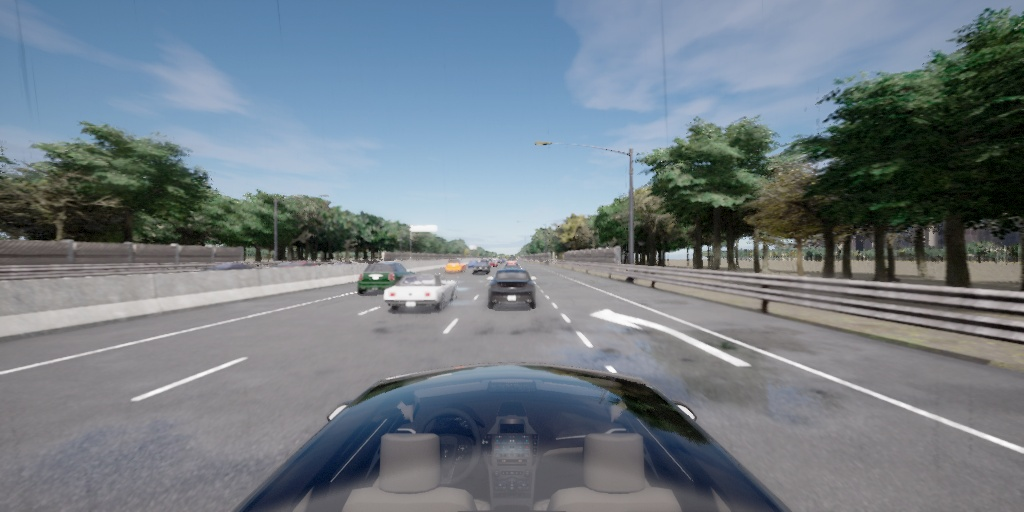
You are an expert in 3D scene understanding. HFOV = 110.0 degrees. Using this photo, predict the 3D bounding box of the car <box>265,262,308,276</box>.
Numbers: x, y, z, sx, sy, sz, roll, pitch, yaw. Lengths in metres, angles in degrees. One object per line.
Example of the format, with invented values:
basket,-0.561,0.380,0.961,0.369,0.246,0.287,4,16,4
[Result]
car,-24.589,1.362,39.313,1.812,1.442,4.674,0,0,0

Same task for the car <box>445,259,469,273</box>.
car,-7.020,1.203,45.177,2.097,1.767,4.553,0,0,0

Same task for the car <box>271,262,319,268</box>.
car,-21.095,1.305,35.699,1.882,1.535,5.008,0,0,0

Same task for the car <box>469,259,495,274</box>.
car,-3.518,1.392,42.652,2.033,1.411,5.357,0,0,0

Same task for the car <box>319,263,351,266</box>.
car,-17.591,1.395,37.108,1.994,1.385,4.181,0,0,0

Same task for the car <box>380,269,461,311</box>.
car,-3.504,1.378,14.639,1.895,1.301,4.718,0,0,0

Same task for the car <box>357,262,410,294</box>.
car,-7.005,1.142,20.542,2.097,1.767,4.553,0,0,0

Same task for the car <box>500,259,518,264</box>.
car,-0.015,1.406,41.782,1.994,1.385,4.181,0,0,0

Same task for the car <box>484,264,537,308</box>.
car,-0.002,1.285,15.455,1.837,1.490,4.892,0,0,0

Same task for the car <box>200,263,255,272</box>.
car,-28.093,1.375,35.731,2.033,1.411,5.357,0,0,0
